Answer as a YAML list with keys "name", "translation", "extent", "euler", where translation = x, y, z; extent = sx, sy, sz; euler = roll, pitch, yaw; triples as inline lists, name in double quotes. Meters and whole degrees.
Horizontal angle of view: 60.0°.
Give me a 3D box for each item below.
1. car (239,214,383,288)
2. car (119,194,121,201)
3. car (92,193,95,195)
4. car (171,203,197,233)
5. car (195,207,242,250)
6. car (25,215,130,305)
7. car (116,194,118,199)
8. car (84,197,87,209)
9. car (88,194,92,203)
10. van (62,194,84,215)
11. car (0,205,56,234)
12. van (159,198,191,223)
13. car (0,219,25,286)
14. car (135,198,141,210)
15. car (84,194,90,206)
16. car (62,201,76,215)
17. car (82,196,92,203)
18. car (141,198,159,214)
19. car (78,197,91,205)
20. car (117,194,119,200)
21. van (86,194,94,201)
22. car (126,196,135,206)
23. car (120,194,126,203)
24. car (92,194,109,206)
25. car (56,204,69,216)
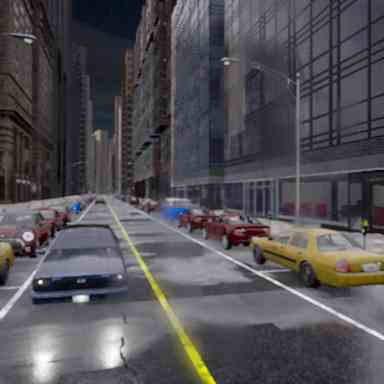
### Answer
- name: "car"
  translation: [3.186, 1.555, 9.262]
  extent: [1.752, 1.417, 4.829]
  euler: [0, 0, -15]
- name: "car"
  translation: [-15.800, 1.670, 79.396]
  extent: [1.947, 1.339, 4.313]
  euler: [0, 0, -15]
- name: "car"
  translation: [-21.096, 1.372, 66.343]
  extent: [2.192, 1.841, 5.009]
  euler: [0, 0, -15]
- name: "car"
  translation: [0.302, 1.585, 19.913]
  extent: [1.887, 1.381, 4.507]
  euler: [0, 0, -15]
- name: "car"
  translation: [1.766, 1.579, 14.506]
  extent: [1.887, 1.381, 4.507]
  euler: [0, 0, -15]
- name: "car"
  translation: [-2.718, 1.555, 8.620]
  extent: [2.033, 1.411, 5.357]
  euler: [0, 0, -15]
- name: "car"
  translation: [-18.727, 1.560, 90.211]
  extent: [1.967, 1.590, 4.097]
  euler: [0, 0, -15]
- name: "car"
  translation: [-13.780, 1.610, 39.306]
  extent: [1.802, 1.307, 4.206]
  euler: [0, 0, -15]
- name: "car"
  translation: [-18.170, 1.485, 55.528]
  extent: [1.967, 1.590, 4.097]
  euler: [0, 0, -15]
- name: "van"
  translation: [-12.314, 1.364, 33.900]
  extent: [1.690, 1.788, 3.998]
  euler: [0, 0, -15]
- name: "car"
  translation: [-6.460, 1.441, 12.270]
  extent: [1.967, 1.590, 4.097]
  euler: [0, 0, -15]
- name: "van"
  translation: [-1.160, 1.386, 25.321]
  extent: [1.690, 1.788, 3.998]
  euler: [0, 0, -15]
- name: "car"
  translation: [-4.952, 1.521, 6.699]
  extent: [1.752, 1.417, 4.829]
  euler: [0, 0, -15]
- name: "car"
  translation: [-5.552, 1.502, 41.544]
  extent: [1.967, 1.590, 4.097]
  euler: [0, 0, -15]
- name: "car"
  translation: [-15.242, 1.474, 44.714]
  extent: [1.967, 1.590, 4.097]
  euler: [0, 0, -15]
- name: "car"
  translation: [-9.388, 1.557, 23.085]
  extent: [1.887, 1.381, 4.507]
  euler: [0, 0, -15]
- name: "car"
  translation: [-22.562, 1.645, 71.748]
  extent: [1.802, 1.307, 4.206]
  euler: [0, 0, -15]
- name: "car"
  translation: [-4.089, 1.601, 36.136]
  extent: [1.887, 1.381, 4.507]
  euler: [0, 0, -15]
- name: "car"
  translation: [-19.634, 1.617, 60.934]
  extent: [1.947, 1.339, 4.313]
  euler: [0, 0, -15]
- name: "car"
  translation: [-17.264, 1.662, 84.803]
  extent: [2.008, 1.369, 4.403]
  euler: [0, 0, -15]
- name: "van"
  translation: [-26.952, 1.427, 87.970]
  extent: [1.690, 1.788, 3.998]
  euler: [0, 0, -15]
- name: "car"
  translation: [-9.944, 1.623, 57.766]
  extent: [1.887, 1.381, 4.507]
  euler: [0, 0, -15]
- name: "car"
  translation: [-14.336, 1.663, 73.989]
  extent: [1.947, 1.339, 4.313]
  euler: [0, 0, -15]
- name: "car"
  translation: [-15.986, 1.606, 58.020]
  extent: [2.033, 1.411, 5.357]
  euler: [0, 0, -15]
- name: "car"
  translation: [-7.924, 1.551, 17.677]
  extent: [1.887, 1.381, 4.507]
  euler: [0, 0, -15]
